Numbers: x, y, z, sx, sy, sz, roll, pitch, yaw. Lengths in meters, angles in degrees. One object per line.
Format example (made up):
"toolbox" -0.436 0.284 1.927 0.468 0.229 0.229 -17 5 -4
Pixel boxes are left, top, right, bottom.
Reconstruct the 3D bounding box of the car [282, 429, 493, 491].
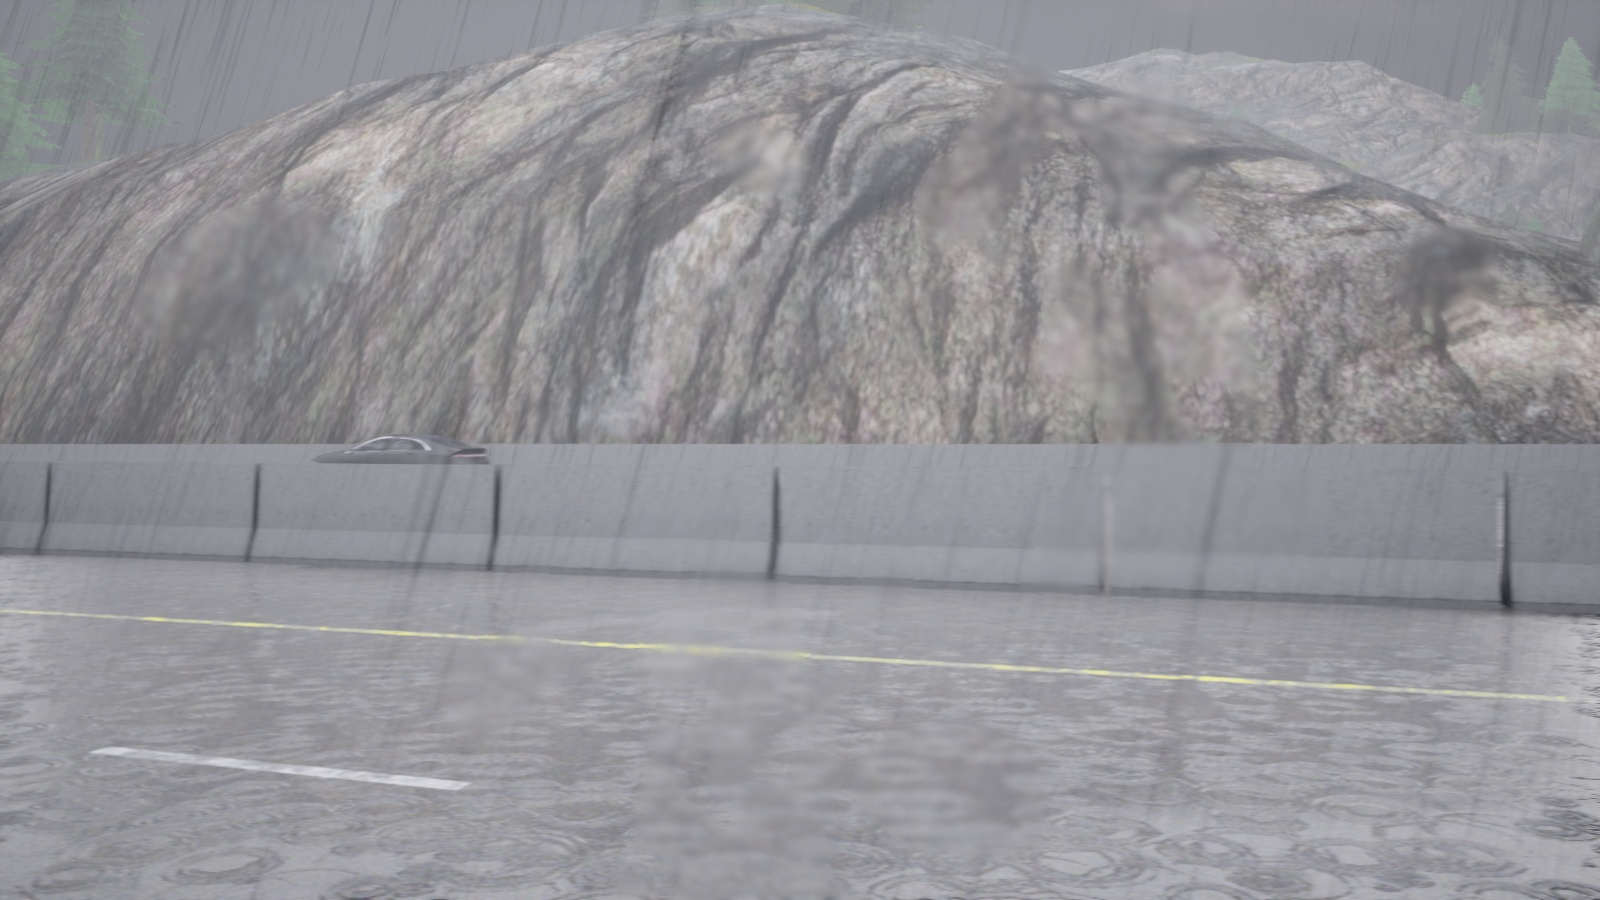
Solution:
"car" -10.698 0.220 32.639 4.902 1.511 2.128 1 1 19
